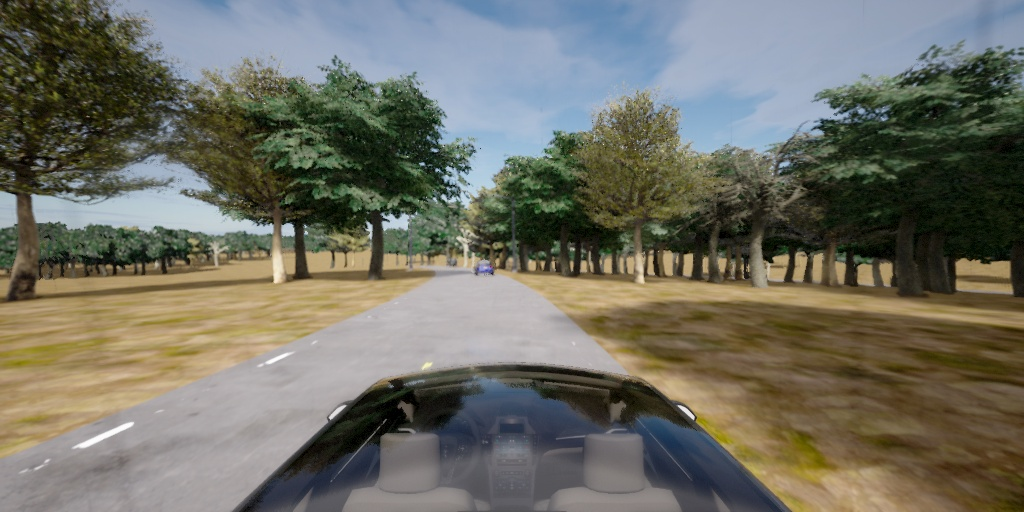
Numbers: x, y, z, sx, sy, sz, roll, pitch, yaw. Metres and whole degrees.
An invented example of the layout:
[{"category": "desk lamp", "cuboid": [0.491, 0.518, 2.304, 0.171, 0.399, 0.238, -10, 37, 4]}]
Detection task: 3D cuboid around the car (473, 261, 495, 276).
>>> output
[{"category": "car", "cuboid": [-3.033, 1.221, 38.196, 2.163, 1.488, 4.792, 0, 0, -9]}]
